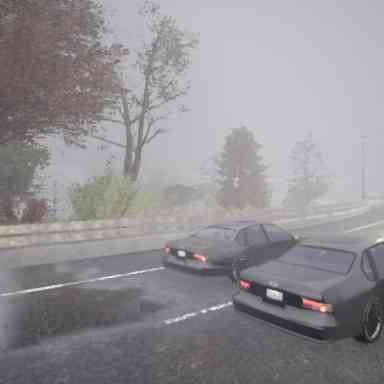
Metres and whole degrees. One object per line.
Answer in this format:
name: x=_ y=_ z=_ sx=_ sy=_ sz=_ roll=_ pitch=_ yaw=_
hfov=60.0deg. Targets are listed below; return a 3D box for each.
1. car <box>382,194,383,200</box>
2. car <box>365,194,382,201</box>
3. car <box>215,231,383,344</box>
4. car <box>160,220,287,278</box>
car: x=41.809 y=1.107 z=71.089 sx=2.033 sy=1.411 sz=5.357 roll=0 pitch=0 yaw=8
car: x=38.375 y=1.113 z=71.766 sx=2.128 sy=1.511 sz=4.902 roll=0 pitch=0 yaw=8
car: x=3.161 y=1.530 z=6.413 sx=5.357 sy=1.411 sz=2.033 roll=0 pitch=0 yaw=-39
car: x=1.661 y=1.539 z=9.736 sx=5.357 sy=1.411 sz=2.033 roll=0 pitch=0 yaw=-40
